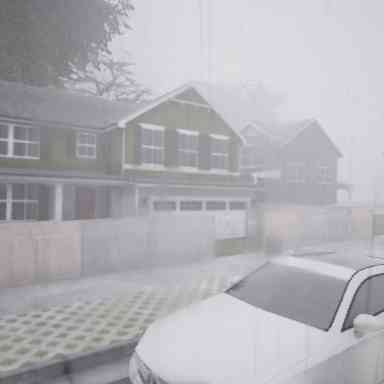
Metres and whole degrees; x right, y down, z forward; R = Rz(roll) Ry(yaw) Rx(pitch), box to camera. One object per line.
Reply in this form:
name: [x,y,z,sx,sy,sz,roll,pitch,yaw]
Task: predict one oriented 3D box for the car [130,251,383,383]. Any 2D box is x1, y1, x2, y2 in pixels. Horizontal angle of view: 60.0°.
car: [1.561,1.541,4.101,4.674,1.442,1.812,0,0,-34]
